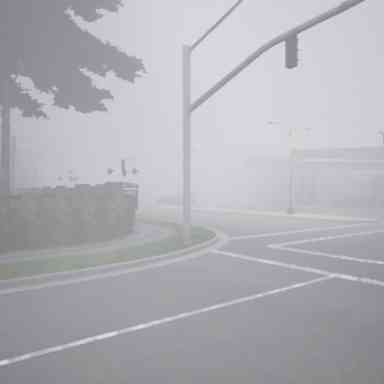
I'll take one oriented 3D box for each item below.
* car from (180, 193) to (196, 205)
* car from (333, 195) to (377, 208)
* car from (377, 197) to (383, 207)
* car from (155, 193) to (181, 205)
[{"bbox_3d":[-1.519,1.150,57.551,2.150,2.045,5.566,0,0,-35],"label":"car"},{"bbox_3d":[20.613,1.200,42.895,2.242,1.667,4.611,0,0,-35],"label":"car"},{"bbox_3d":[24.880,1.348,46.817,1.970,1.475,3.806,0,0,-35],"label":"car"},{"bbox_3d":[-4.367,1.414,55.518,1.882,1.535,5.008,0,0,-35],"label":"car"}]
